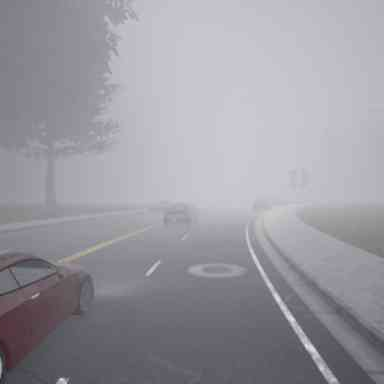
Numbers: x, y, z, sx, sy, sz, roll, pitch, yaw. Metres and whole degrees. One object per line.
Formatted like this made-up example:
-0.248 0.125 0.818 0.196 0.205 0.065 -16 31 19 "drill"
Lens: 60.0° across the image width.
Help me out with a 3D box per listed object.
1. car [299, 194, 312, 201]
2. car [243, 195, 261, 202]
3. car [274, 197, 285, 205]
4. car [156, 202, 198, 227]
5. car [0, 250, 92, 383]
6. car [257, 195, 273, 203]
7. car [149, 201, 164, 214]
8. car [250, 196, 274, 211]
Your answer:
27.404 1.313 79.881 2.097 1.767 4.553 -1 0 34 "car"
13.988 1.555 77.192 2.033 1.411 5.357 -1 0 34 "car"
16.059 1.695 62.334 1.812 1.442 4.674 -1 0 30 "car"
-0.735 1.685 24.228 2.128 1.511 4.902 0 0 10 "car"
-2.943 1.561 4.730 1.812 1.442 4.674 0 0 2 "car"
16.466 1.578 75.052 1.882 1.535 5.008 -1 0 34 "car"
-3.601 1.784 40.525 1.882 1.535 5.008 -1 0 17 "car"
9.594 1.731 45.524 1.837 1.490 4.892 -1 0 21 "car"
